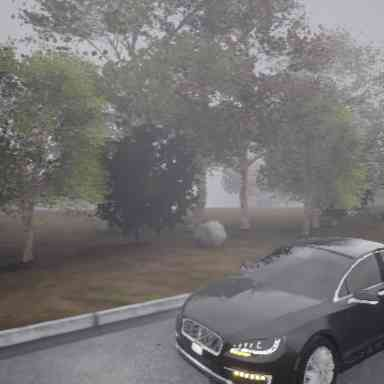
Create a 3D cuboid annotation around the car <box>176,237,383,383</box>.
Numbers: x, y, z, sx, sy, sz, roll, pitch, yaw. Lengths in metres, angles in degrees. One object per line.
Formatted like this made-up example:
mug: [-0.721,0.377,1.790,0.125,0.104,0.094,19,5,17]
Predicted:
car: [2.053,1.529,5.107,4.892,1.490,1.837,1,0,-35]
